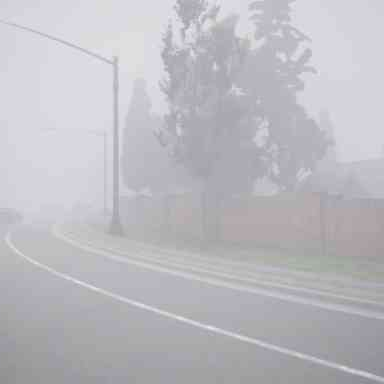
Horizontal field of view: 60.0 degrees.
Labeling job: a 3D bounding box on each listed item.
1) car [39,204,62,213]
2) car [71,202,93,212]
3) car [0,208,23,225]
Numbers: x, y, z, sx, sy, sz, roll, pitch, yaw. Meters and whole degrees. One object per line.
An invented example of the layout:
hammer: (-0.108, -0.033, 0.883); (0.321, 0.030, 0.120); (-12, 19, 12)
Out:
car: (-21.445, 2.473, 50.583); (1.994, 1.385, 4.181); (-1, -1, 4)
car: (-17.696, 2.394, 53.682); (1.882, 1.535, 5.008); (-1, -1, 5)
car: (-16.274, 2.079, 29.072); (1.994, 1.385, 4.181); (0, -1, -15)
